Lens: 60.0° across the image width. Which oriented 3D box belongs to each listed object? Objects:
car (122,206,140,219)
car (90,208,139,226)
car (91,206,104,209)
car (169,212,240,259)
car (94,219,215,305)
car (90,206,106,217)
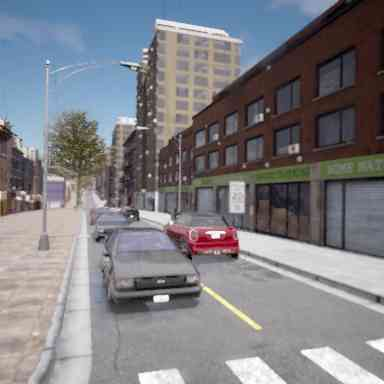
[{"bbox_3d":[-6.726,2.221,35.317,1.837,1.490,4.892,1,-2,-18],"label":"car"},{"bbox_3d":[-4.538,1.864,18.753,2.033,1.411,5.357,1,-1,-17],"label":"car"},{"bbox_3d":[-7.616,2.088,28.389,1.994,1.385,4.181,1,-2,-18],"label":"car"},{"bbox_3d":[0.180,1.607,13.672,2.097,1.767,4.553,1,-1,-18],"label":"car"},{"bbox_3d":[-1.386,1.677,8.855,2.033,1.411,5.357,1,-1,-18],"label":"car"},{"bbox_3d":[-12.291,2.517,43.381,1.895,1.301,4.718,1,-2,-18],"label":"car"}]
